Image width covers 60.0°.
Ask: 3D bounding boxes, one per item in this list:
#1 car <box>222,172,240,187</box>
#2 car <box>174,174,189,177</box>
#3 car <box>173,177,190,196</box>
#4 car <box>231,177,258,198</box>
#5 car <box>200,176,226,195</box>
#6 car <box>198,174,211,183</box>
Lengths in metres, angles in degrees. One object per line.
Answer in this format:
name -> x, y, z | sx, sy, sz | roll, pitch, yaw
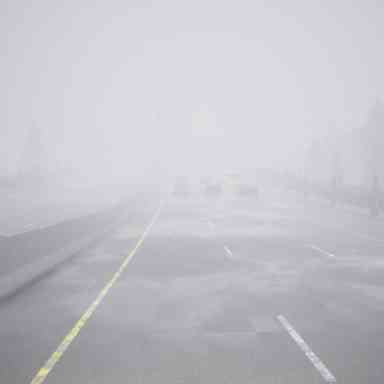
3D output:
car -> 5.496, -1.845, 46.442 | 2.150, 2.045, 5.566 | 0, 7, -2
car -> -1.528, -1.822, 48.087 | 1.882, 1.535, 5.008 | 0, 7, -1
car -> -1.196, -0.452, 37.741 | 2.033, 1.411, 5.357 | 0, 7, -1
car -> 5.902, -0.336, 36.455 | 1.882, 1.535, 5.008 | 0, 7, -2
car -> 2.348, -0.570, 38.239 | 1.882, 1.535, 5.008 | 0, 7, -2
car -> 2.016, -1.861, 48.516 | 1.882, 1.535, 5.008 | 0, 7, -2
